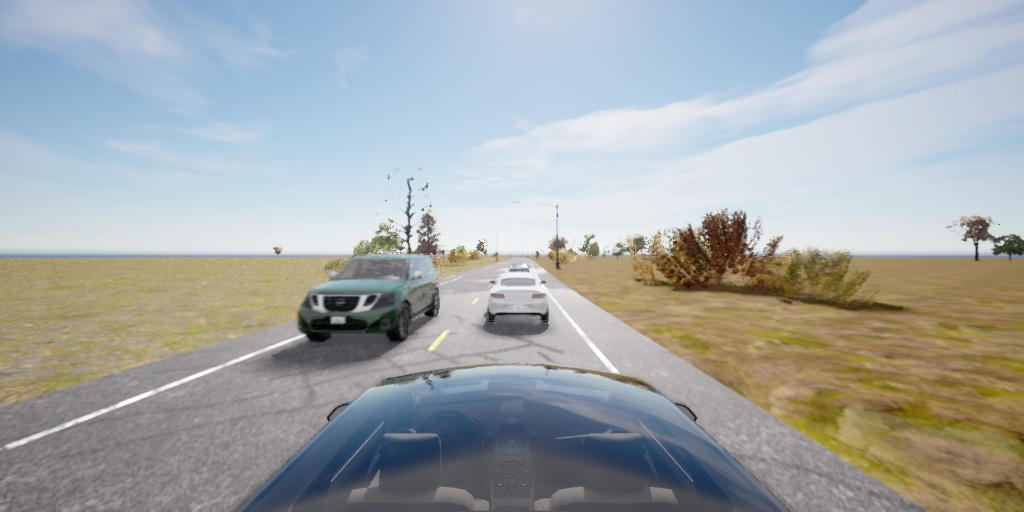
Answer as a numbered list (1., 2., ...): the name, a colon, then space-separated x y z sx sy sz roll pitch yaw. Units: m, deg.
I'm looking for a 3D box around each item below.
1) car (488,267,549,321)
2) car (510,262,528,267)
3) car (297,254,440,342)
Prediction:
1. car: 0.207 1.260 12.242 1.812 1.442 4.674 0 0 1
2. car: 0.627 1.254 30.470 2.033 1.411 5.357 0 0 2
3. car: -3.535 0.958 10.113 2.150 2.045 5.566 0 0 1
